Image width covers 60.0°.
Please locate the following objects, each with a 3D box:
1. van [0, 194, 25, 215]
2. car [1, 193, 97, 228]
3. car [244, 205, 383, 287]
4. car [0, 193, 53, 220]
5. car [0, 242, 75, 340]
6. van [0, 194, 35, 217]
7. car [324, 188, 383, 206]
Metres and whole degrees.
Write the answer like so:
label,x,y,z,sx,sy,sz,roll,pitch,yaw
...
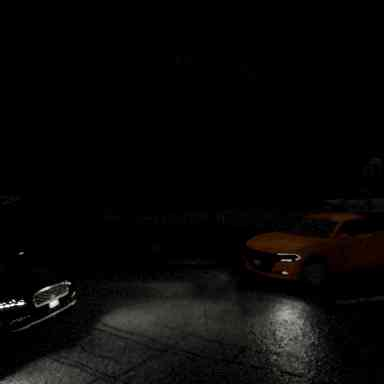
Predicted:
label,x,y,z,sx,sy,sz,roll,pitch,yaw
van,-18.835,1.179,32.291,1.878,1.987,4.442,-1,0,27
car,-8.700,1.125,21.478,2.435,2.045,5.566,-1,0,27
car,3.714,1.328,8.970,5.008,1.535,1.882,-1,2,-29
car,-14.818,1.142,27.863,2.435,2.045,5.566,0,0,27
car,-4.456,1.509,5.972,4.892,1.490,1.837,0,1,19
van,-16.799,1.173,30.143,1.878,1.987,4.442,-1,0,27
car,11.857,0.807,22.552,5.566,2.045,2.435,-1,0,28
